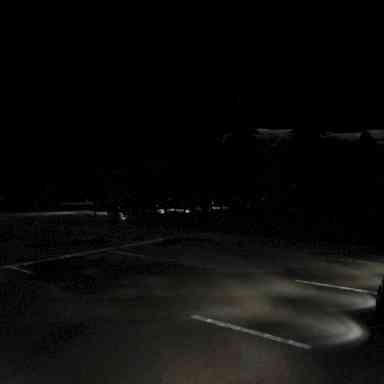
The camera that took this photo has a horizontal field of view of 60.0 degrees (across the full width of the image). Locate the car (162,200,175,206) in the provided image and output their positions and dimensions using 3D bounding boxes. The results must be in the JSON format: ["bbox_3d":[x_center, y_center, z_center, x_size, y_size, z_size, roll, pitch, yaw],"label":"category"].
[{"bbox_3d":[-2.711,1.425,44.668,4.674,1.442,1.812,0,0,-42],"label":"car"}]

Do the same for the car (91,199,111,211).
[{"bbox_3d":[-9.170,1.494,38.299,1.895,1.301,4.718,0,0,43],"label":"car"}]

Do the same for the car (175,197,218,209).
[{"bbox_3d":[0.639,1.421,42.977,4.892,1.490,1.837,0,0,-41],"label":"car"}]

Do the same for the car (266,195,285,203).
[{"bbox_3d":[12.810,1.279,55.822,4.553,1.767,2.097,0,0,-28],"label":"car"}]

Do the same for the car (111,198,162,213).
[{"bbox_3d":[-6.013,1.414,36.491,1.837,1.490,4.892,0,0,43],"label":"car"}]

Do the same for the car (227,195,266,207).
[{"bbox_3d":[8.026,1.419,48.705,4.902,1.511,2.128,0,0,-35],"label":"car"}]

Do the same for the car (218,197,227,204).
[{"bbox_3d":[4.694,1.458,50.760,5.357,1.411,2.033,0,0,-37],"label":"car"}]

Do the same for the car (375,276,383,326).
[{"bbox_3d":[5.138,1.352,4.578,4.553,1.767,2.097,0,0,36],"label":"car"}]
